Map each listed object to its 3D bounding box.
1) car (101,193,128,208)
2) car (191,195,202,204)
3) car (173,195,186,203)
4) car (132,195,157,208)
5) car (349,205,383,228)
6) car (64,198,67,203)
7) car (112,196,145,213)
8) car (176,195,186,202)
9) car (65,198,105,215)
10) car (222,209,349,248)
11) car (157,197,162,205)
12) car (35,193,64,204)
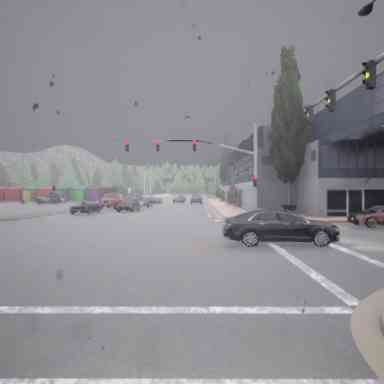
[{"bbox_3d":[-10.412,1.182,43.279,2.150,2.045,5.566,0,0,2],"label":"car"},{"bbox_3d":[0.808,1.295,61.402,2.097,1.767,4.553,0,0,1],"label":"car"},{"bbox_3d":[-2.688,1.504,65.101,1.994,1.385,4.181,0,0,2],"label":"car"},{"bbox_3d":[-6.764,1.448,47.826,2.128,1.511,4.902,0,0,2],"label":"car"},{"bbox_3d":[12.336,1.544,21.444,4.181,1.385,1.994,0,0,0],"label":"car"},{"bbox_3d":[-24.735,1.340,60.149,3.806,1.475,1.970,0,0,0],"label":"car"},{"bbox_3d":[-7.062,1.513,37.409,2.033,1.411,5.357,0,0,1],"label":"car"},{"bbox_3d":[-2.401,1.401,74.893,1.994,1.385,4.181,0,0,2],"label":"car"},{"bbox_3d":[-10.641,1.570,33.514,1.895,1.301,4.718,0,0,1],"label":"car"},{"bbox_3d":[3.728,1.492,14.233,4.892,1.490,1.837,0,0,0],"label":"car"},{"bbox_3d":[-6.429,1.510,58.601,1.994,1.385,4.181,0,0,3],"label":"car"},{"bbox_3d":[-24.757,1.104,57.253,3.866,1.878,1.905,0,0,0],"label":"car"}]
